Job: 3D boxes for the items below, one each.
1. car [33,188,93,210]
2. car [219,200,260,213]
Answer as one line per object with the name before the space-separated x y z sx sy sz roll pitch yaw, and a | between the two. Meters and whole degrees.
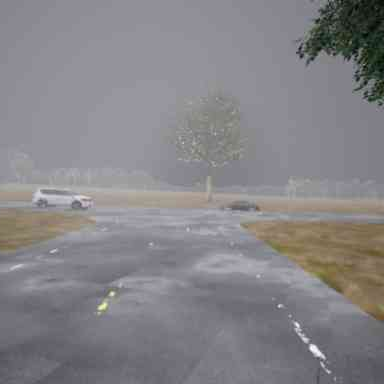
car | -12.738 0.674 32.915 5.566 2.045 2.150 2 0 1
car | 5.604 1.705 39.500 4.892 1.490 1.837 1 0 1
